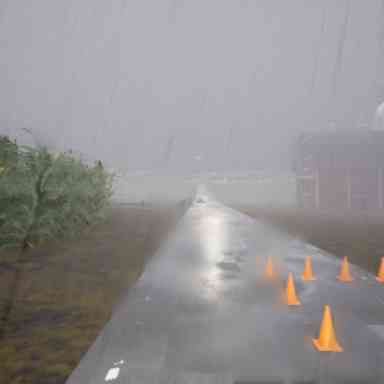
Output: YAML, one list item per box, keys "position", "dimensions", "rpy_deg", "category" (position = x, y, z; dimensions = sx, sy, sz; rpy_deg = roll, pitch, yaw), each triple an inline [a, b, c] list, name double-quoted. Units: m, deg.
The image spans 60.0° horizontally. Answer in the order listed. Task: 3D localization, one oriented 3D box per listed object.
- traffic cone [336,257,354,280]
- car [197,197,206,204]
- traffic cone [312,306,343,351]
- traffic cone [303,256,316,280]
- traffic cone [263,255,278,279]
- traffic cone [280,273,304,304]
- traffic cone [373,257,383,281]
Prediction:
- position: [4.100, 2.027, 8.896]
  dimensions: [0.340, 0.580, 0.340]
  rpy_deg: [1, 0, 1]
  category: "traffic cone"
- position: [2.021, 1.909, 72.973]
  dimensions: [2.033, 1.411, 5.357]
  rpy_deg: [1, 0, 1]
  category: "car"
- position: [2.007, 1.990, 4.944]
  dimensions: [0.340, 0.580, 0.340]
  rpy_deg: [1, 0, 1]
  category: "traffic cone"
- position: [3.100, 2.013, 8.920]
  dimensions: [0.340, 0.580, 0.340]
  rpy_deg: [1, 0, 1]
  category: "traffic cone"
- position: [2.101, 2.000, 8.943]
  dimensions: [0.340, 0.580, 0.340]
  rpy_deg: [1, 0, 1]
  category: "traffic cone"
- position: [2.054, 1.995, 6.944]
  dimensions: [0.340, 0.580, 0.340]
  rpy_deg: [1, 0, 1]
  category: "traffic cone"
- position: [5.099, 2.040, 8.872]
  dimensions: [0.340, 0.580, 0.340]
  rpy_deg: [1, 0, 1]
  category: "traffic cone"
